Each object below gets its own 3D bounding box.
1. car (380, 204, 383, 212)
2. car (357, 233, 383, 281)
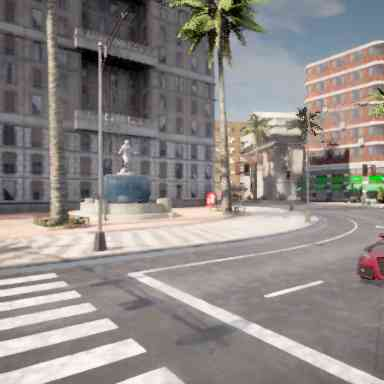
[{"bbox_3d":[22.567,1.619,36.122,1.895,1.301,4.718,0,0,0],"label":"car"},{"bbox_3d":[6.085,1.569,8.722,4.181,1.385,1.994,0,0,-40],"label":"car"}]
